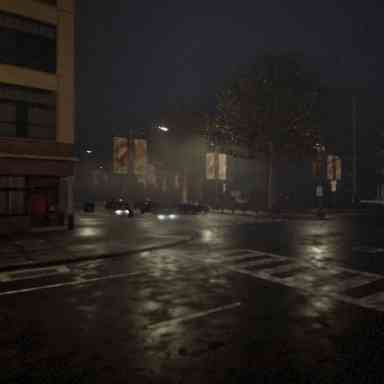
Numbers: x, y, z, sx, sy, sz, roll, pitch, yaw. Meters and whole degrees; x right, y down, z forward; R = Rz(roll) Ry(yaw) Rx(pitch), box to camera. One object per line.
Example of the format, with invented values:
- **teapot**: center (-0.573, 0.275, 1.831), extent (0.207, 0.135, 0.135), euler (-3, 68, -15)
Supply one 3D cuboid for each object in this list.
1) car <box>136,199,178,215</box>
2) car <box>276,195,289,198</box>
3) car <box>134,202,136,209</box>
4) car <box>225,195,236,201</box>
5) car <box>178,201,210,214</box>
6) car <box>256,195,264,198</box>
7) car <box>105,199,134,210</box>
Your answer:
- **car**: center (-3.656, 1.565, 33.885), extent (1.994, 1.385, 4.181), euler (0, 0, -36)
- **car**: center (18.451, 1.324, 69.193), extent (2.002, 1.452, 4.674), euler (0, 0, -36)
- **car**: center (-5.959, 1.565, 43.109), extent (1.994, 1.385, 4.181), euler (0, 0, -37)
- **car**: center (7.984, 1.417, 76.689), extent (2.161, 1.482, 4.786), euler (0, 0, -36)
- **car**: center (-0.162, 1.602, 35.015), extent (1.895, 1.301, 4.718), euler (0, 0, -36)
- **car**: center (17.643, 1.467, 83.126), extent (1.895, 1.301, 4.718), euler (0, 0, -36)
- **car**: center (-9.480, 1.565, 42.042), extent (1.994, 1.385, 4.181), euler (0, 0, -35)
